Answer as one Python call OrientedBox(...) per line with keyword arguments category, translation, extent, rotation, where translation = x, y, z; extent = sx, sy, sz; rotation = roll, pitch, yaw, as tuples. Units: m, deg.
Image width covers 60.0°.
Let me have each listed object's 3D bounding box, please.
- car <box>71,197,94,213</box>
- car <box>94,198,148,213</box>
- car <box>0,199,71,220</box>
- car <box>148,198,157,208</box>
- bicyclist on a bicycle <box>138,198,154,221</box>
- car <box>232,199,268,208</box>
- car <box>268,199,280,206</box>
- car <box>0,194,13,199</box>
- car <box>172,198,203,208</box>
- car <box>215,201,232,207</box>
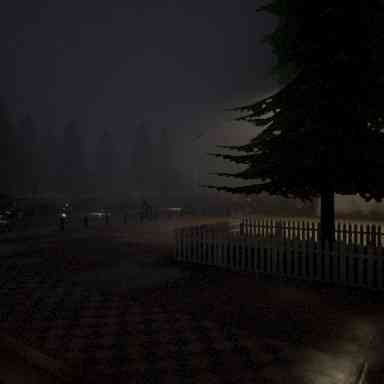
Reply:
OrientedBox(category="car", translation=(-12.570, 1.352, 36.448), extent=(2.097, 1.767, 4.553), rotation=(0, 0, 36))
OrientedBox(category="car", translation=(-7.820, 1.547, 37.080), extent=(2.033, 1.411, 5.357), rotation=(0, 0, 35))
OrientedBox(category="car", translation=(-13.687, 1.547, 28.861), extent=(2.033, 1.411, 5.357), rotation=(0, 0, 35))
OrientedBox(category="car", translation=(-6.622, 1.526, 44.778), extent=(1.812, 1.442, 4.674), rotation=(0, 0, 36))
OrientedBox(category="bicyclist on a bicycle", translation=(-3.385, 1.302, 24.388), extent=(1.656, 1.620, 0.582), rotation=(0, 0, 36))
OrientedBox(category="car", translation=(8.414, 1.221, 47.443), extent=(2.150, 2.045, 5.566), rotation=(0, 0, 36))
OrientedBox(category="car", translation=(14.328, 1.547, 55.741), extent=(2.033, 1.411, 5.357), rotation=(0, 0, 36))
OrientedBox(category="car", translation=(-18.174, 1.222, 28.597), extent=(2.150, 2.045, 5.566), rotation=(0, 0, 35))
OrientedBox(category="car", translation=(-0.524, 1.548, 47.265), extent=(2.033, 1.411, 5.357), rotation=(0, 0, 36))
OrientedBox(category="car", translation=(5.147, 1.564, 48.961), extent=(1.994, 1.385, 4.181), rotation=(0, 0, 35))
